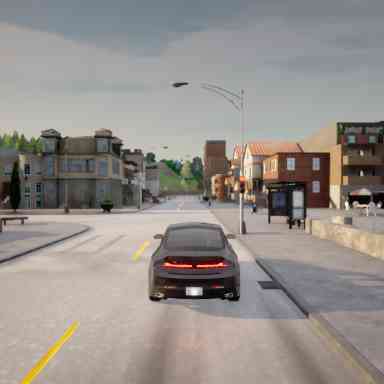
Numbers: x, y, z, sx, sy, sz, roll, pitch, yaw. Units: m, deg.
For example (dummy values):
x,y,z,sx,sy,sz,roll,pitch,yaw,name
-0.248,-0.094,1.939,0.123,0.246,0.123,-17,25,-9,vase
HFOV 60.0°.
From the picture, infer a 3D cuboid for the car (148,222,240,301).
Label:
x,y,z,sx,sy,sz,roll,pitch,yaw,name
0.062,1.505,8.294,1.837,1.490,4.892,0,0,1,car
